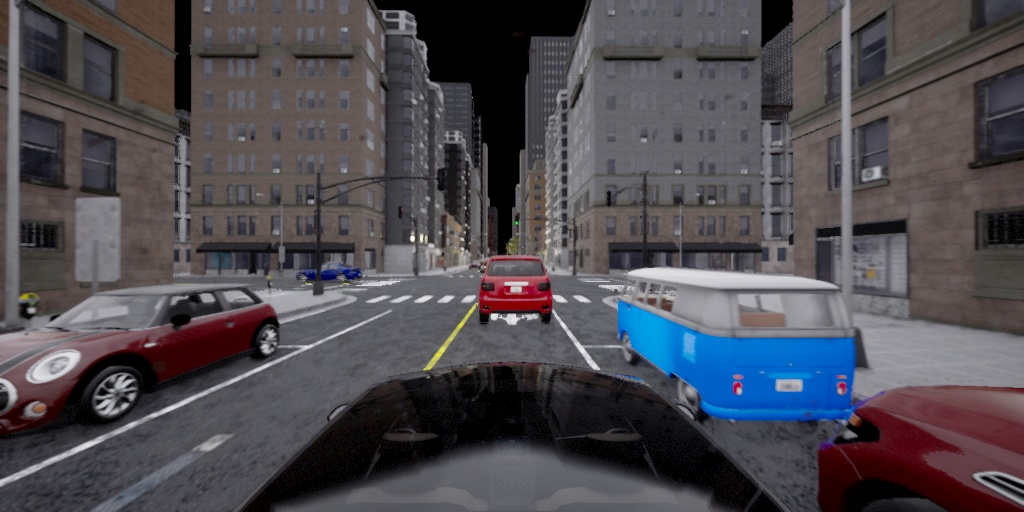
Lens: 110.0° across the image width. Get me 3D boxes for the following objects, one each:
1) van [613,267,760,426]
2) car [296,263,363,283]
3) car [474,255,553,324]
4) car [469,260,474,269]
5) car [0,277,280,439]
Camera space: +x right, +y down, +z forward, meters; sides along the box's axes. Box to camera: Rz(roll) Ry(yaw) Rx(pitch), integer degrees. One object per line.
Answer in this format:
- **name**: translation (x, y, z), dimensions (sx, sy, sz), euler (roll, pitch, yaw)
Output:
- **van**: translation (2.858, 1.105, 5.546), dimensions (1.690, 1.789, 3.998), euler (0, 0, 0)
- **car**: translation (-14.705, 1.343, 28.910), dimensions (5.008, 1.535, 1.882), euler (0, -1, 2)
- **car**: translation (0.056, 1.010, 12.354), dimensions (2.150, 2.045, 5.566), euler (0, 0, -1)
- **car**: translation (-6.195, 1.440, 60.564), dimensions (1.967, 1.591, 4.097), euler (0, 0, -1)
- **car**: translation (-5.668, 1.203, 5.542), dimensions (1.967, 1.591, 4.097), euler (0, 0, 0)
